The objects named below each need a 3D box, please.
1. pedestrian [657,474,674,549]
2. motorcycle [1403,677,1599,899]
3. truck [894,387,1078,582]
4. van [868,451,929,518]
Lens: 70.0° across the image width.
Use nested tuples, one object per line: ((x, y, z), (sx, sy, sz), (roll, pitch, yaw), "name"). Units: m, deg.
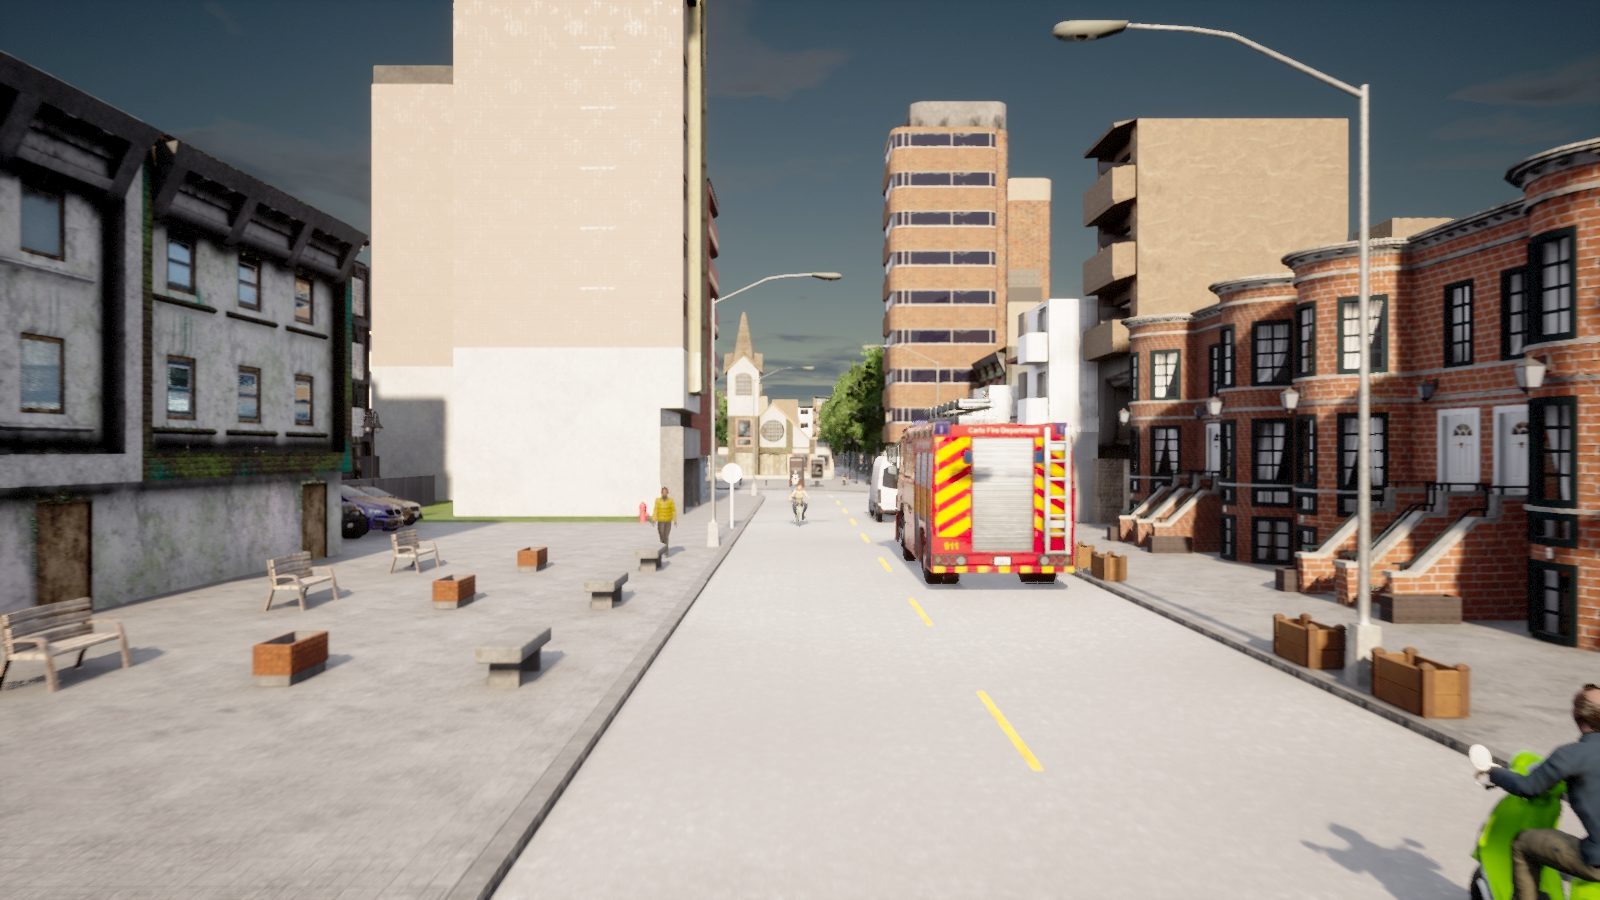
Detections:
((-3.368, 1.526, 28.661), (0.375, 1.860, 0.375), (0, 0, -1), "pedestrian")
((3.998, 1.963, 5.859), (0.856, 1.236, 1.805), (0, 0, 0), "motorcycle")
((3.991, 0.674, 26.571), (2.891, 3.827, 8.468), (0, 0, 0), "truck")
((3.955, 1.320, 46.901), (1.988, 2.561, 5.915), (0, 0, 0), "van")
